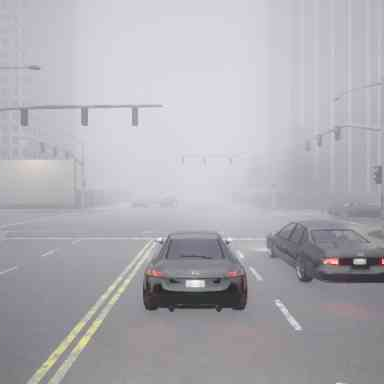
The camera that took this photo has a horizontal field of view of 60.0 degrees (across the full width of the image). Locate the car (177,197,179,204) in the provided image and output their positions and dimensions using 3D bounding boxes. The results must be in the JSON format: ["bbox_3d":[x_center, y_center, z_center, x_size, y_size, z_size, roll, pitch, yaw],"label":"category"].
[{"bbox_3d":[-3.558,1.477,63.203,1.882,1.535,5.008,0,0,0],"label":"car"}]

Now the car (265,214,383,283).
[{"bbox_3d":[3.582,1.547,9.679,2.033,1.411,5.357,0,0,-1],"label":"car"}]

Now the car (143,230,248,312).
[{"bbox_3d":[0.061,1.564,7.796,1.994,1.385,4.181,0,0,0],"label":"car"}]

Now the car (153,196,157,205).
[{"bbox_3d":[-7.075,1.506,60.089,1.837,1.490,4.892,0,0,0],"label":"car"}]

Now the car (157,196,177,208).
[{"bbox_3d":[-3.601,1.505,48.939,1.837,1.490,4.892,0,0,0],"label":"car"}]

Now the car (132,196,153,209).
[{"bbox_3d":[-7.103,1.547,46.585,2.033,1.411,5.357,0,0,0],"label":"car"}]

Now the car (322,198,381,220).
[{"bbox_3d":[13.091,1.434,26.124,4.902,1.511,2.128,0,0,2],"label":"car"}]
